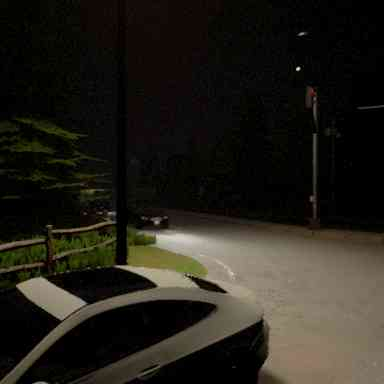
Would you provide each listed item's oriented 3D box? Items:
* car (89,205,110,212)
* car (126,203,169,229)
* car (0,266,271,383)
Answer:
[{"bbox_3d":[-10.562,1.537,37.697,1.994,1.385,4.181,0,0,-24],"label":"car"},{"bbox_3d":[-3.014,1.464,20.976,2.128,1.511,4.902,0,0,-25],"label":"car"},{"bbox_3d":[-1.110,1.526,2.979,4.674,1.442,1.812,0,1,-43],"label":"car"}]
